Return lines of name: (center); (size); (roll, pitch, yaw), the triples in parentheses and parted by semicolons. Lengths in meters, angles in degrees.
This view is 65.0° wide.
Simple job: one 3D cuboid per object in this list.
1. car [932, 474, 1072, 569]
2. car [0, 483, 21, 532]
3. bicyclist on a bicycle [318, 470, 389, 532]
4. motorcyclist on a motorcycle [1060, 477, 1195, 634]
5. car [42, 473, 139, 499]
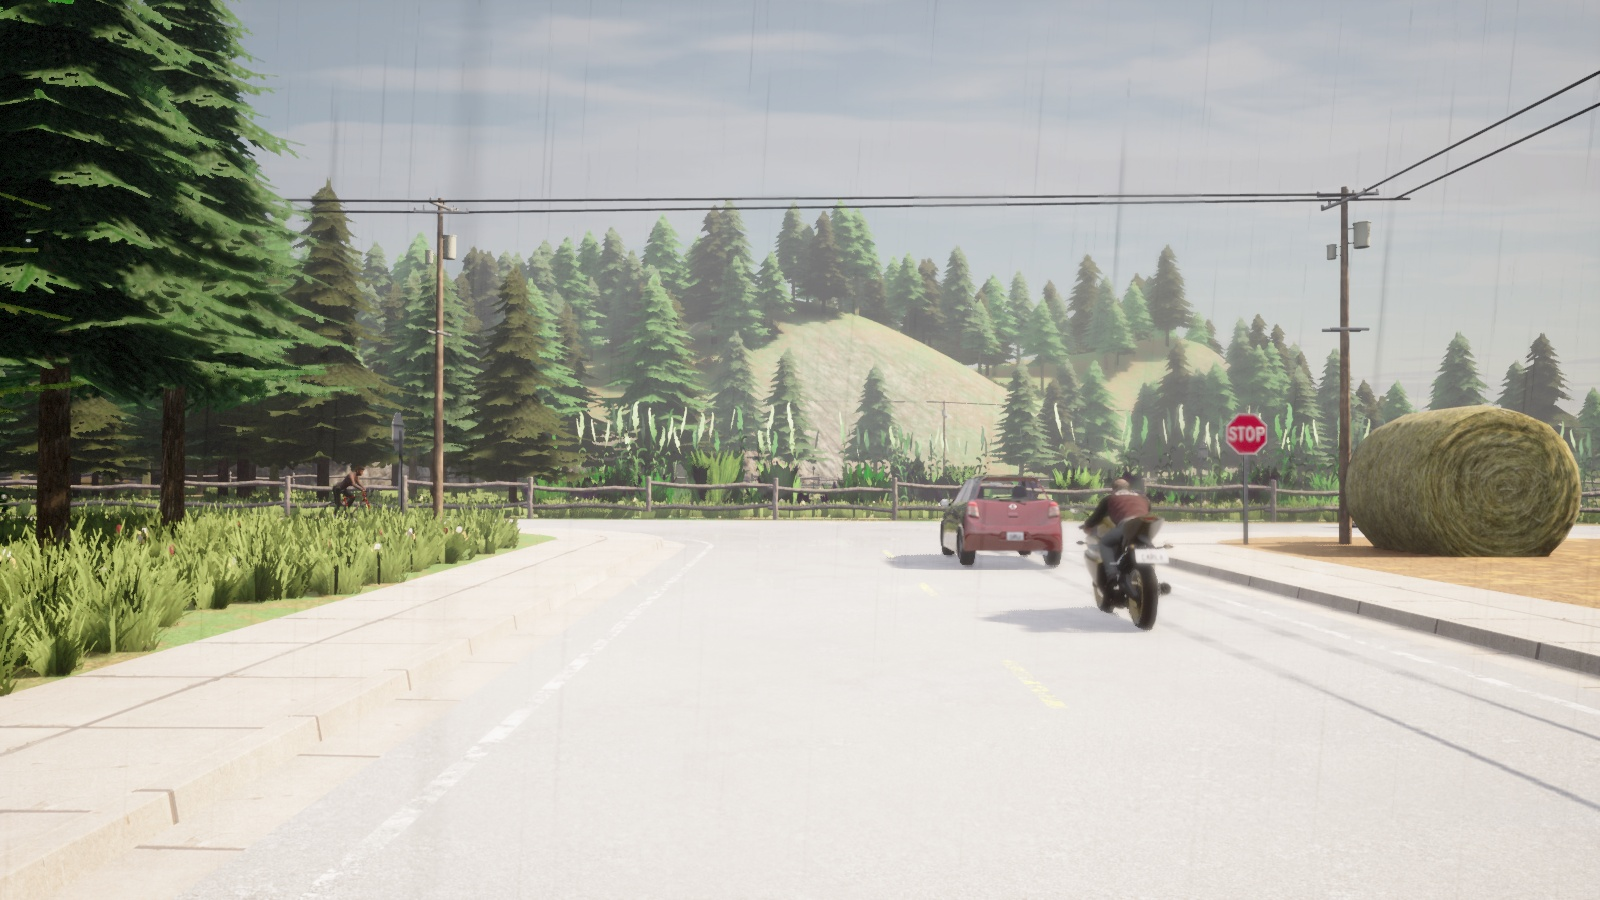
car: (3.440, 1.183, 21.985); (1.845, 1.501, 3.633); (0, -1, 0)
car: (-23.679, 1.537, 33.438); (4.718, 1.301, 1.895); (0, -1, 1)
bicyclist on a bicycle: (-11.723, 1.332, 32.986); (1.656, 1.620, 0.582); (0, -1, 3)
motorcyclist on a motorcycle: (3.463, 1.062, 13.498); (0.866, 1.530, 2.191); (0, -1, 0)
car: (-45.493, 2.287, 80.675); (5.366, 1.575, 1.801); (0, -1, -28)
